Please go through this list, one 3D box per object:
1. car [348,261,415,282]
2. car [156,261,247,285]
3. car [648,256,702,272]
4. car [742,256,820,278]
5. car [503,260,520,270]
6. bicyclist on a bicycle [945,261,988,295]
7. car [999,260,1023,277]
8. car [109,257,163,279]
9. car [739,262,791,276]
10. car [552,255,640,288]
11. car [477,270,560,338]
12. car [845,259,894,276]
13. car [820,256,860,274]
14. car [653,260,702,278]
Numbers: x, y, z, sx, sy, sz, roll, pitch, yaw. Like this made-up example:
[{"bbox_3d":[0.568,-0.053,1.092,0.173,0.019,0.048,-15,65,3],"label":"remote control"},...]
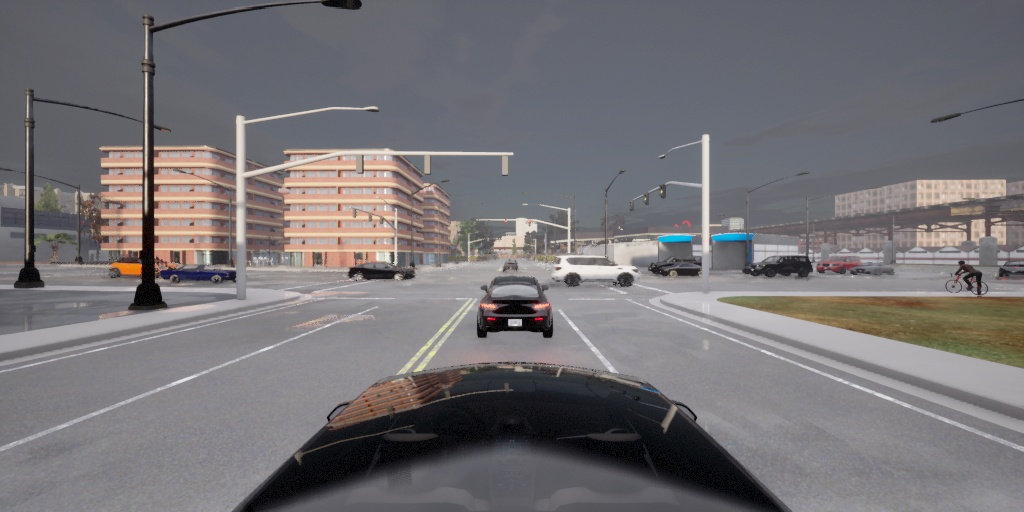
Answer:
[{"bbox_3d":[-10.070,1.178,27.804,5.008,1.535,1.882,0,0,2],"label":"car"},{"bbox_3d":[-20.958,1.220,24.560,4.718,1.301,1.895,1,0,2],"label":"car"},{"bbox_3d":[17.194,0.971,37.399,5.566,2.045,2.150,0,0,1],"label":"car"},{"bbox_3d":[25.458,0.971,34.094,5.566,2.045,2.150,0,0,-5],"label":"car"},{"bbox_3d":[-0.096,1.254,46.798,1.837,1.490,4.892,0,0,2],"label":"car"},{"bbox_3d":[21.913,1.050,17.313,0.582,1.620,1.656,0,0,0],"label":"bicyclist on a bicycle"},{"bbox_3d":[47.797,1.241,33.834,4.902,1.511,2.128,0,0,-30],"label":"car"},{"bbox_3d":[-28.576,0.863,28.201,4.553,1.767,2.097,1,0,1],"label":"car"},{"bbox_3d":[26.594,1.314,37.752,4.181,1.385,1.994,0,0,-8],"label":"car"},{"bbox_3d":[5.398,0.966,23.453,5.566,2.045,2.150,0,0,2],"label":"car"},{"bbox_3d":[0.075,1.276,10.079,1.812,1.442,4.674,0,0,0],"label":"car"},{"bbox_3d":[36.610,1.314,36.473,4.181,1.385,1.994,0,0,-21],"label":"car"},{"bbox_3d":[36.737,0.974,40.164,5.566,2.045,2.150,0,0,-23],"label":"car"},{"bbox_3d":[16.105,1.314,33.965,4.181,1.385,1.994,0,0,0],"label":"car"}]
